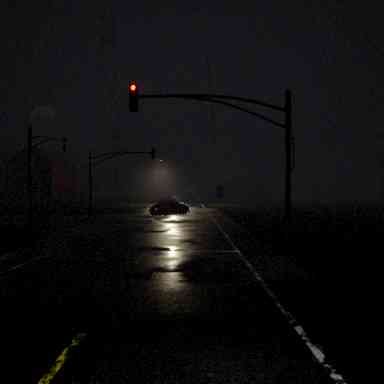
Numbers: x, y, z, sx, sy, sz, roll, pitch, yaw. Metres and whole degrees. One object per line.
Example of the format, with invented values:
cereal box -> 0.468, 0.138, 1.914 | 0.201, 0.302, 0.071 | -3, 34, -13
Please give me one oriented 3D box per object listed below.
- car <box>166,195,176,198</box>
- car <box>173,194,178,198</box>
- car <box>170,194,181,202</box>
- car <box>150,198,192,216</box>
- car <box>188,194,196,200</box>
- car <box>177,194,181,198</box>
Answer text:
car -> -3.591, 1.530, 44.470 | 1.994, 1.385, 4.181 | 0, 0, 0
car -> -3.581, 1.479, 53.131 | 1.812, 1.442, 4.674 | 0, 0, 0
car -> -3.501, 1.266, 72.458 | 2.097, 1.767, 4.553 | 0, 0, 0
car -> -2.093, 1.538, 31.922 | 1.994, 1.385, 4.181 | 0, 0, 35
car -> -0.004, 1.387, 86.362 | 1.837, 1.490, 4.892 | 0, 0, 0
car -> -3.562, 1.416, 62.482 | 1.882, 1.535, 5.008 | 0, 0, 1
